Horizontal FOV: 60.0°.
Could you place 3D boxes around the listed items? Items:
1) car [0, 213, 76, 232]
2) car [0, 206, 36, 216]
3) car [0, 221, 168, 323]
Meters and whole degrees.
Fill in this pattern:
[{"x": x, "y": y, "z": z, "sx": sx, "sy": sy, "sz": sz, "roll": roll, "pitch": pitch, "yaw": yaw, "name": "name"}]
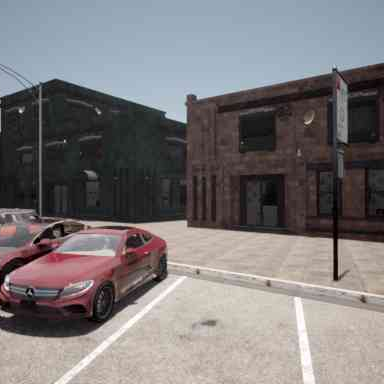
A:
[{"x": -4.398, "y": 1.518, "z": 9.156, "sx": 2.163, "sy": 1.488, "sz": 4.792, "roll": 1, "pitch": -1, "yaw": 15, "name": "car"}, {"x": -6.826, "y": 1.366, "z": 10.953, "sx": 2.185, "sy": 1.767, "sz": 4.553, "roll": 1, "pitch": -1, "yaw": 15, "name": "car"}, {"x": -1.940, "y": 1.527, "z": 7.450, "sx": 2.002, "sy": 1.452, "sz": 4.674, "roll": 1, "pitch": -1, "yaw": 15, "name": "car"}]
